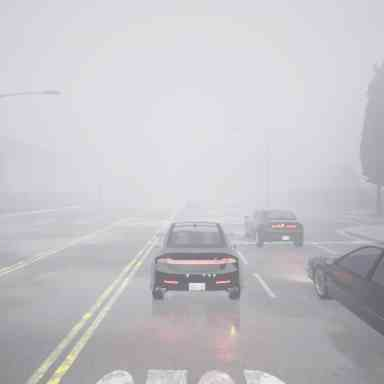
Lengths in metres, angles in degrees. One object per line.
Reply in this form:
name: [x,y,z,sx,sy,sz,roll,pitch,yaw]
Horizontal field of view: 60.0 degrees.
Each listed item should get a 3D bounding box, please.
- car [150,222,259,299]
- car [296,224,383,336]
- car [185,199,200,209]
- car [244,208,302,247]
car: [0.086,1.492,8.417,2.128,1.511,4.902,0,0,0]
car: [3.591,1.547,5.370,2.033,1.411,5.357,0,0,0]
car: [0.023,1.601,44.134,1.895,1.301,4.718,0,0,0]
car: [3.574,1.505,15.116,1.837,1.490,4.892,0,0,0]
